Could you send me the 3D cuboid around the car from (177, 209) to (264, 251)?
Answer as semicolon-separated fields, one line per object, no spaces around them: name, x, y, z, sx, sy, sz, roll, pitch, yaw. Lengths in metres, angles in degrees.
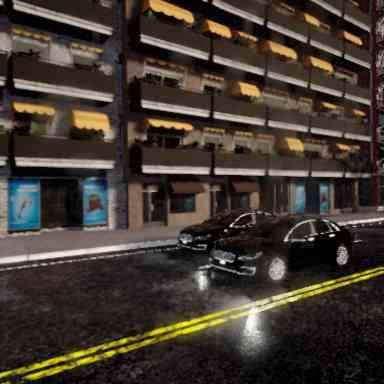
car;1.724;1.464;12.900;4.892;1.490;1.837;0;0;-36

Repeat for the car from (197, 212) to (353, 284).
car;2.731;1.469;9.626;4.892;1.490;1.837;0;0;-36
